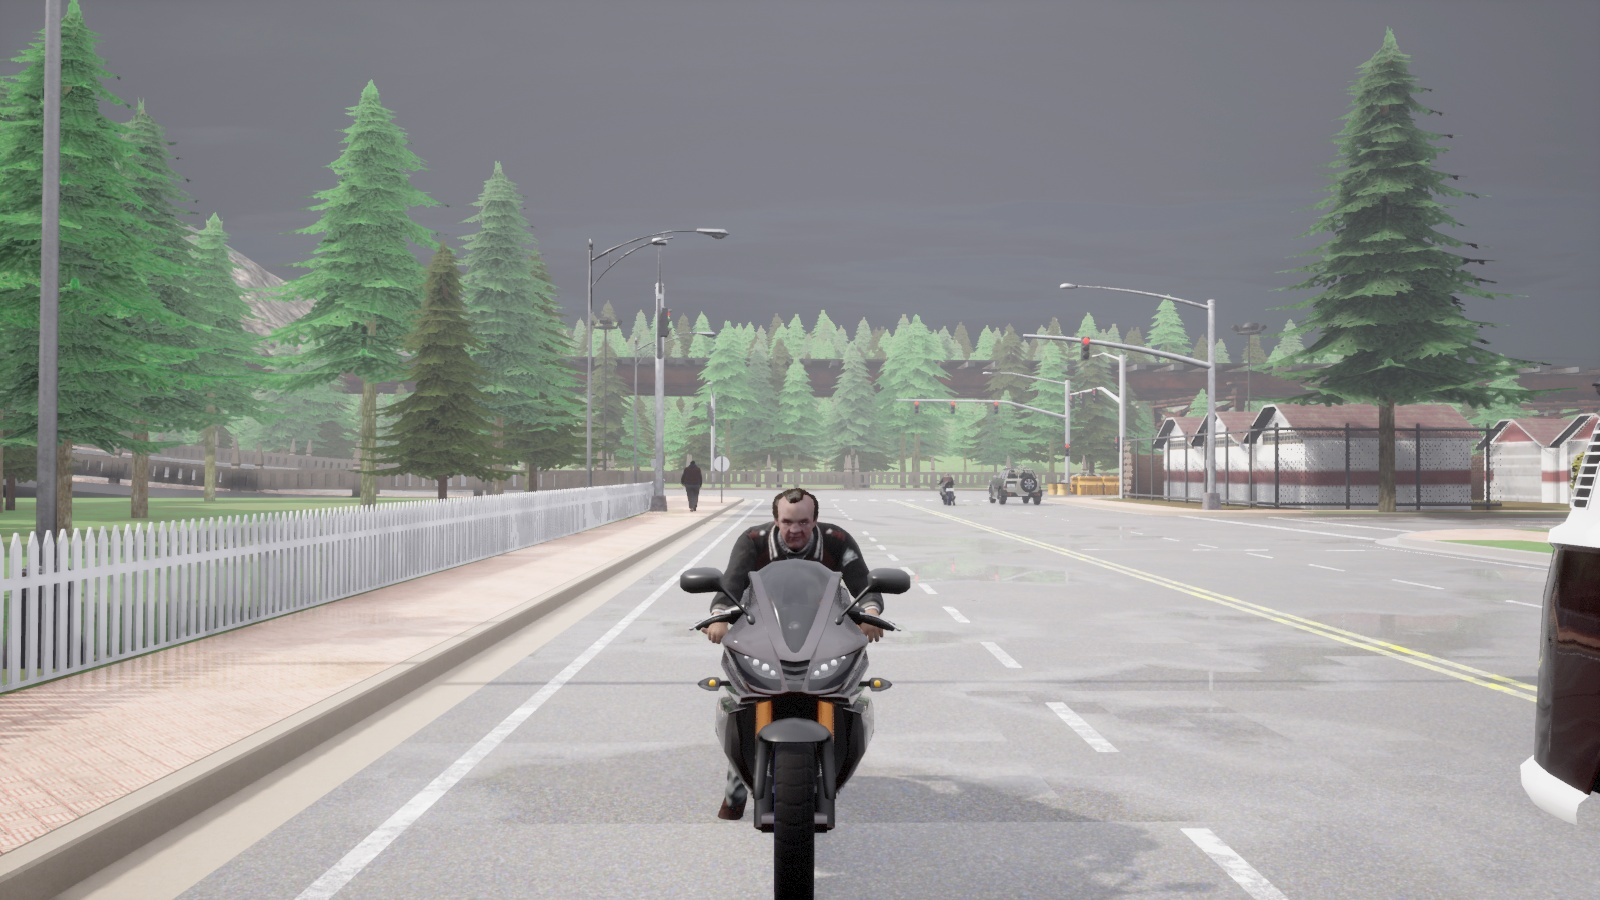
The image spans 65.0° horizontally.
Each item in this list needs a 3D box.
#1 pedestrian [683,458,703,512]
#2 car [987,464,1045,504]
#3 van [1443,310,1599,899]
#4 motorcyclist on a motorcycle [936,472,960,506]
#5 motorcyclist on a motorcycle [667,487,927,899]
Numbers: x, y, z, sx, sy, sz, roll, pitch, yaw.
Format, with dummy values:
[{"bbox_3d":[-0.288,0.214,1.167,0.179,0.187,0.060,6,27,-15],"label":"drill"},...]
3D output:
[{"bbox_3d":[-3.689,1.214,43.370,0.634,1.844,0.899,0,-1,-1],"label":"pedestrian"},{"bbox_3d":[10.351,1.604,60.516,1.932,1.855,4.605,0,-1,0],"label":"car"},{"bbox_3d":[3.490,0.566,2.510,2.069,2.038,4.480,0,-1,0],"label":"van"},{"bbox_3d":[6.856,1.800,58.352,0.866,1.530,2.191,0,-1,0],"label":"motorcyclist on a motorcycle"},{"bbox_3d":[-0.013,0.939,5.313,0.866,1.530,2.191,0,-1,0],"label":"motorcyclist on a motorcycle"}]
